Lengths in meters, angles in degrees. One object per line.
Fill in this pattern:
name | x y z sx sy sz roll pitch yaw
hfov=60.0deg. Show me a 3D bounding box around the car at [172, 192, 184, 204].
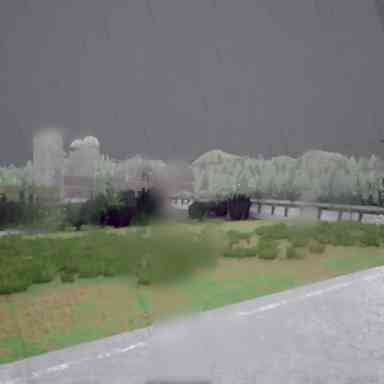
car | -1.044 0.713 45.449 2.097 1.767 4.553 0 -1 -34
